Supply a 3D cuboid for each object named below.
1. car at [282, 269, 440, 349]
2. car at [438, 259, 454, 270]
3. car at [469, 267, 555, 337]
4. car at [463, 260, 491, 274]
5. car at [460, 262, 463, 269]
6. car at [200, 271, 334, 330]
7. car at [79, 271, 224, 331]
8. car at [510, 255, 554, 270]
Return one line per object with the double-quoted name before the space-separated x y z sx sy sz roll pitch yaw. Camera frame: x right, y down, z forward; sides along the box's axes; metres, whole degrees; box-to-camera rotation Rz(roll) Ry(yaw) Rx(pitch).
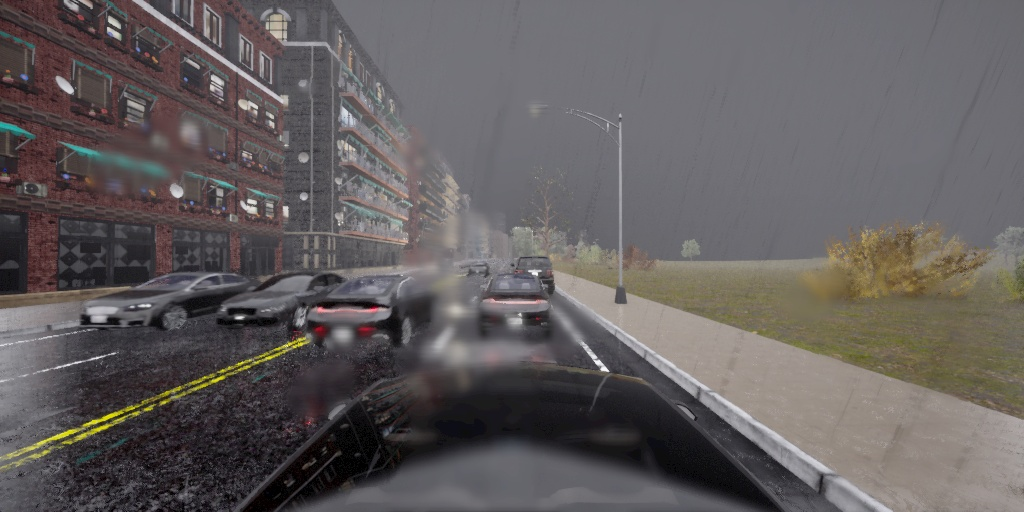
"car" -3.160 1.243 9.110 2.128 1.511 4.902 0 0 0
"car" -9.906 1.255 54.118 1.837 1.490 4.892 0 0 0
"car" 0.090 1.243 10.318 2.128 1.511 4.902 0 0 0
"car" -3.192 1.244 35.507 2.128 1.511 4.902 0 0 0
"car" -6.657 1.314 54.395 1.994 1.385 4.181 0 0 0
"car" -6.611 1.256 11.162 1.837 1.490 4.892 0 0 0
"car" -9.861 1.243 11.019 2.128 1.511 4.902 0 0 0
"car" 1.115 0.977 20.189 2.150 2.045 5.566 0 0 0
